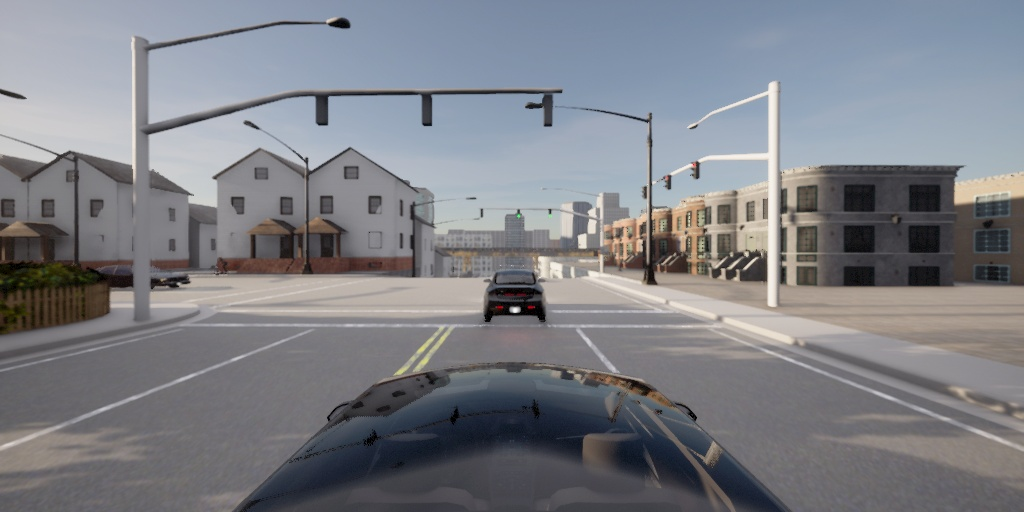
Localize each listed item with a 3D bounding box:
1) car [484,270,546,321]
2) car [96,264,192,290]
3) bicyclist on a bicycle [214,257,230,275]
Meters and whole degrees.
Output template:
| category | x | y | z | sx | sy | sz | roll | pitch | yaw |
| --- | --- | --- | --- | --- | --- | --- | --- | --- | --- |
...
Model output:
| category | x | y | z | sx | sy | sz | roll | pitch | yaw |
| --- | --- | --- | --- | --- | --- | --- | --- | --- | --- |
| car | 0.089 | 1.194 | 12.185 | 1.837 | 1.490 | 4.892 | 0 | 1 | 0 |
| car | -21.453 | 1.188 | 20.254 | 5.357 | 1.411 | 2.033 | 0 | 0 | 0 |
| bicyclist on a bicycle | -25.279 | 0.879 | 31.251 | 0.582 | 1.620 | 1.656 | 0 | 0 | 0 |
